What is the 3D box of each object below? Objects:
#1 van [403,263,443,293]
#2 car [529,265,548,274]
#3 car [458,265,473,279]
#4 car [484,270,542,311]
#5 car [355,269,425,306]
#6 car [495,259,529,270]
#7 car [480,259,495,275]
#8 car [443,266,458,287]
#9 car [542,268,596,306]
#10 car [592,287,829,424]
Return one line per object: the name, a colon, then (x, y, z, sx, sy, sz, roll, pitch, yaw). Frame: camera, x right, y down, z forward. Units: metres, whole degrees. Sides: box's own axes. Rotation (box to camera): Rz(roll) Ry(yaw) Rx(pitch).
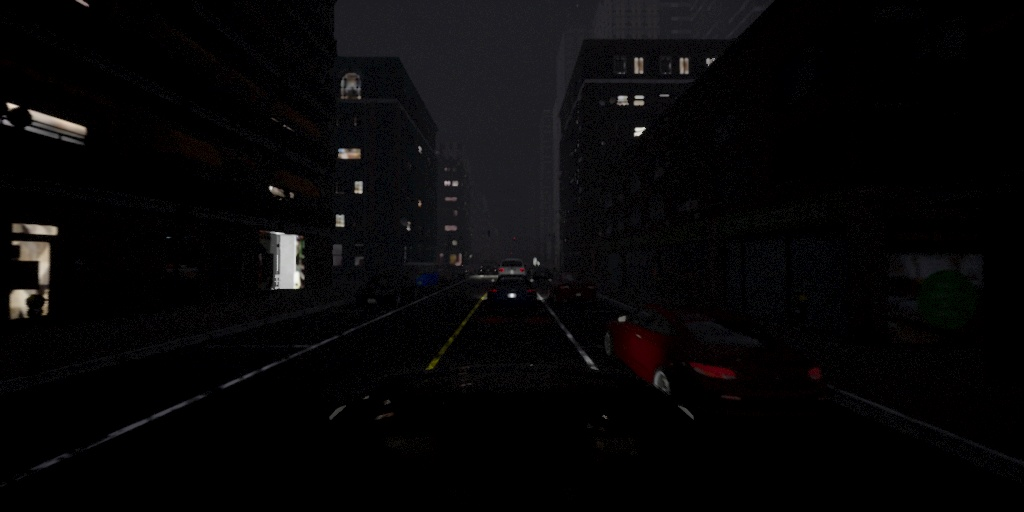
van: (-5.695, 1.305, 22.247, 1.690, 1.789, 3.998, 0, 0, 0)
car: (2.683, 1.646, 33.283, 1.948, 1.339, 4.313, 0, 0, 0)
car: (-5.700, 1.705, 38.816, 1.948, 1.339, 4.313, 0, 0, 0)
car: (0.017, 1.455, 15.287, 1.994, 1.385, 4.181, 0, -1, 0)
car: (-5.693, 1.472, 16.723, 1.948, 1.339, 4.313, 0, 0, 0)
car: (0.001, 1.264, 29.447, 2.150, 2.045, 5.566, 0, 0, 0)
car: (-3.023, 1.468, 48.355, 2.150, 2.045, 5.566, 0, -1, 0)
car: (-5.697, 1.567, 27.770, 1.888, 1.381, 4.507, 0, 0, 0)
car: (2.688, 1.451, 16.714, 1.888, 1.381, 4.507, 0, 0, 0)
car: (2.692, 1.373, 5.668, 1.802, 1.307, 4.207, 0, 0, 0)
